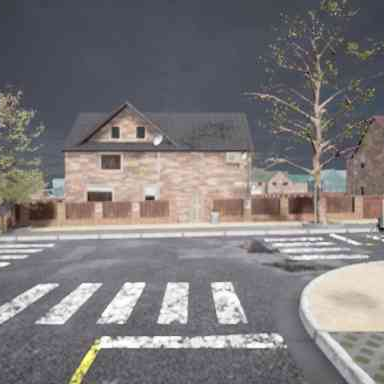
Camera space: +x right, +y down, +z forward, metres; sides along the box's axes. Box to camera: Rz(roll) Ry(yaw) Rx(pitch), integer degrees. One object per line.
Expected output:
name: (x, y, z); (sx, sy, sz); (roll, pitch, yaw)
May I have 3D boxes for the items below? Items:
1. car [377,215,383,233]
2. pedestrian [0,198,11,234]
car: (10.556, 1.125, 14.160); (5.008, 1.535, 1.882); (-1, 1, -1)
pedestrian: (-9.652, 1.214, 17.063); (0.375, 1.860, 0.375); (0, 2, 0)
